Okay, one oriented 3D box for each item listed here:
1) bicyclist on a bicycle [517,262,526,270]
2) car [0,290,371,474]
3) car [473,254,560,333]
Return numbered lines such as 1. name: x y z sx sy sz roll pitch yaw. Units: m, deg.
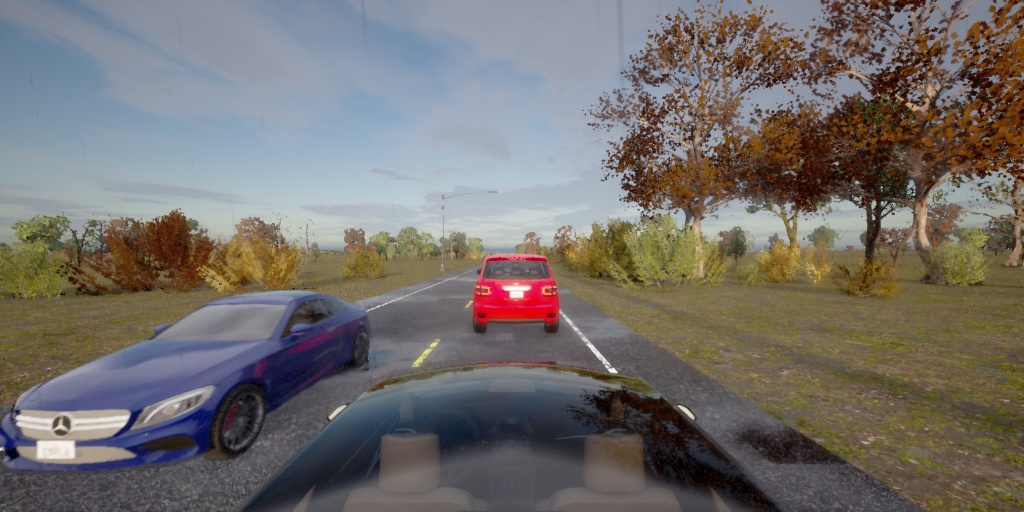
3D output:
1. bicyclist on a bicycle: 0.880 1.109 30.010 0.659 1.776 1.843 0 0 0
2. car: -3.605 1.274 5.164 1.812 1.442 4.674 0 0 0
3. car: 0.085 0.968 10.831 2.150 2.045 5.566 0 0 -1
